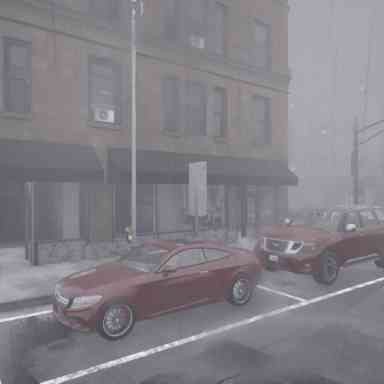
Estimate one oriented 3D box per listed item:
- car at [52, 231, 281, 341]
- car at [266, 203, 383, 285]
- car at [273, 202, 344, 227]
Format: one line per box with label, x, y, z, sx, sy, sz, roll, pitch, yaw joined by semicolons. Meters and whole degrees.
car;-0.441;1.582;6.447;4.206;1.307;1.802;0;0;-35
car;4.061;1.314;9.648;5.009;1.841;2.192;0;0;-35
car;8.232;1.533;23.857;1.812;1.442;4.674;0;0;-33
